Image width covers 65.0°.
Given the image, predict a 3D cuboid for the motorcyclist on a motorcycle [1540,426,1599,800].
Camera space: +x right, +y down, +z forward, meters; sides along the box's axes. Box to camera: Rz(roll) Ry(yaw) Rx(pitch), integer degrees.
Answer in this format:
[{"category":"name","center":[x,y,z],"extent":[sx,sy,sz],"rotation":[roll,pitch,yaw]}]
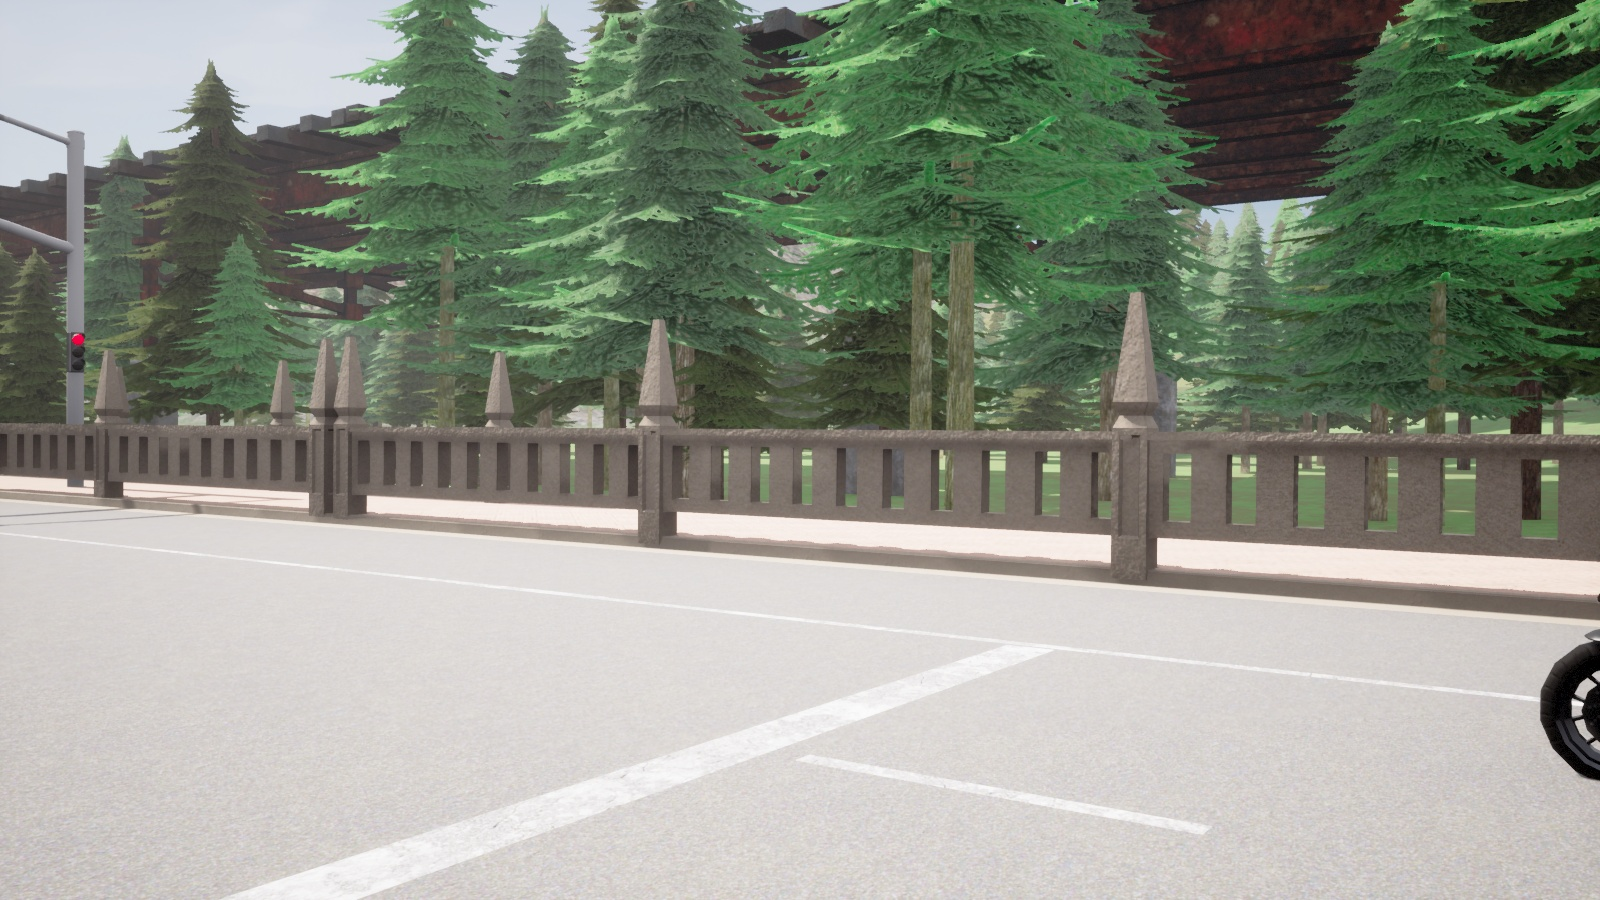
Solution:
[{"category":"motorcyclist on a motorcycle","center":[4.247,0.660,5.004],"extent":[2.191,1.530,0.866],"rotation":[0,1,34]}]
